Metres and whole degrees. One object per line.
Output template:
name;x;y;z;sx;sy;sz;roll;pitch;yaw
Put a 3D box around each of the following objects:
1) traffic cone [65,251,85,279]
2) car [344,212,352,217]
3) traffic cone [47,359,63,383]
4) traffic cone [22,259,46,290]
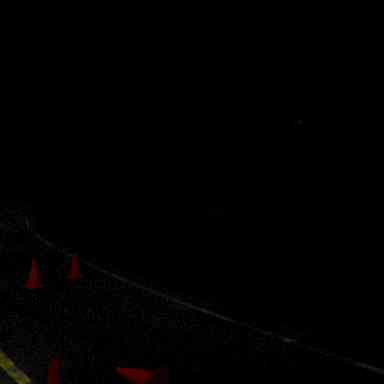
traffic cone;-2.781;1.709;7.898;0.340;0.580;0.340;3;2;36
car;38.841;5.837;82.282;1.851;1.617;3.988;-3;-2;9
traffic cone;-1.292;1.871;3.129;0.340;0.580;0.340;3;2;36
traffic cone;-3.365;1.719;7.091;0.340;0.580;0.340;3;2;36
